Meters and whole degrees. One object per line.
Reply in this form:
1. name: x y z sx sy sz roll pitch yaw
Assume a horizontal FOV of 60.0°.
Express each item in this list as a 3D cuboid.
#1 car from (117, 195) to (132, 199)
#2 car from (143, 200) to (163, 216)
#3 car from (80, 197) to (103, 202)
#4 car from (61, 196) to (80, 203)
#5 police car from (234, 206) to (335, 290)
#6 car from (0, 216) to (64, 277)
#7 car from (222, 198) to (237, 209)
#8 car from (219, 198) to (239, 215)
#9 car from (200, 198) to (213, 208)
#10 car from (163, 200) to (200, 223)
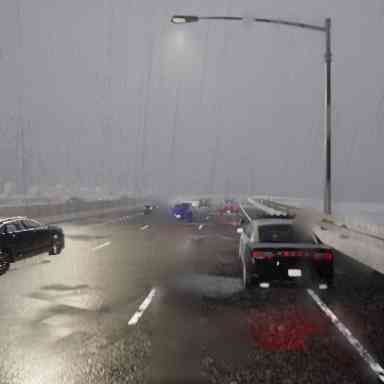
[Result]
1. car: -11.351 1.329 55.739 2.097 1.767 4.553 0 0 7
2. car: -3.382 1.520 32.552 2.033 1.411 5.357 0 0 7
3. car: -15.311 1.574 52.368 1.895 1.301 4.718 0 0 7
4. car: -18.805 1.478 52.575 1.837 1.490 4.892 0 0 7
5. police car: 2.314 1.415 9.233 1.930 1.638 5.238 0 0 6
6. car: -5.744 1.478 10.257 2.128 1.511 4.902 0 0 6
7. car: 5.224 1.538 46.374 1.994 1.385 4.181 0 0 7
8. car: 3.758 1.575 33.641 1.895 1.301 4.718 0 0 7
9. car: 1.927 1.520 47.752 2.033 1.411 5.357 0 0 7
10. car: -0.679 1.503 25.084 1.812 1.442 4.674 0 0 6
